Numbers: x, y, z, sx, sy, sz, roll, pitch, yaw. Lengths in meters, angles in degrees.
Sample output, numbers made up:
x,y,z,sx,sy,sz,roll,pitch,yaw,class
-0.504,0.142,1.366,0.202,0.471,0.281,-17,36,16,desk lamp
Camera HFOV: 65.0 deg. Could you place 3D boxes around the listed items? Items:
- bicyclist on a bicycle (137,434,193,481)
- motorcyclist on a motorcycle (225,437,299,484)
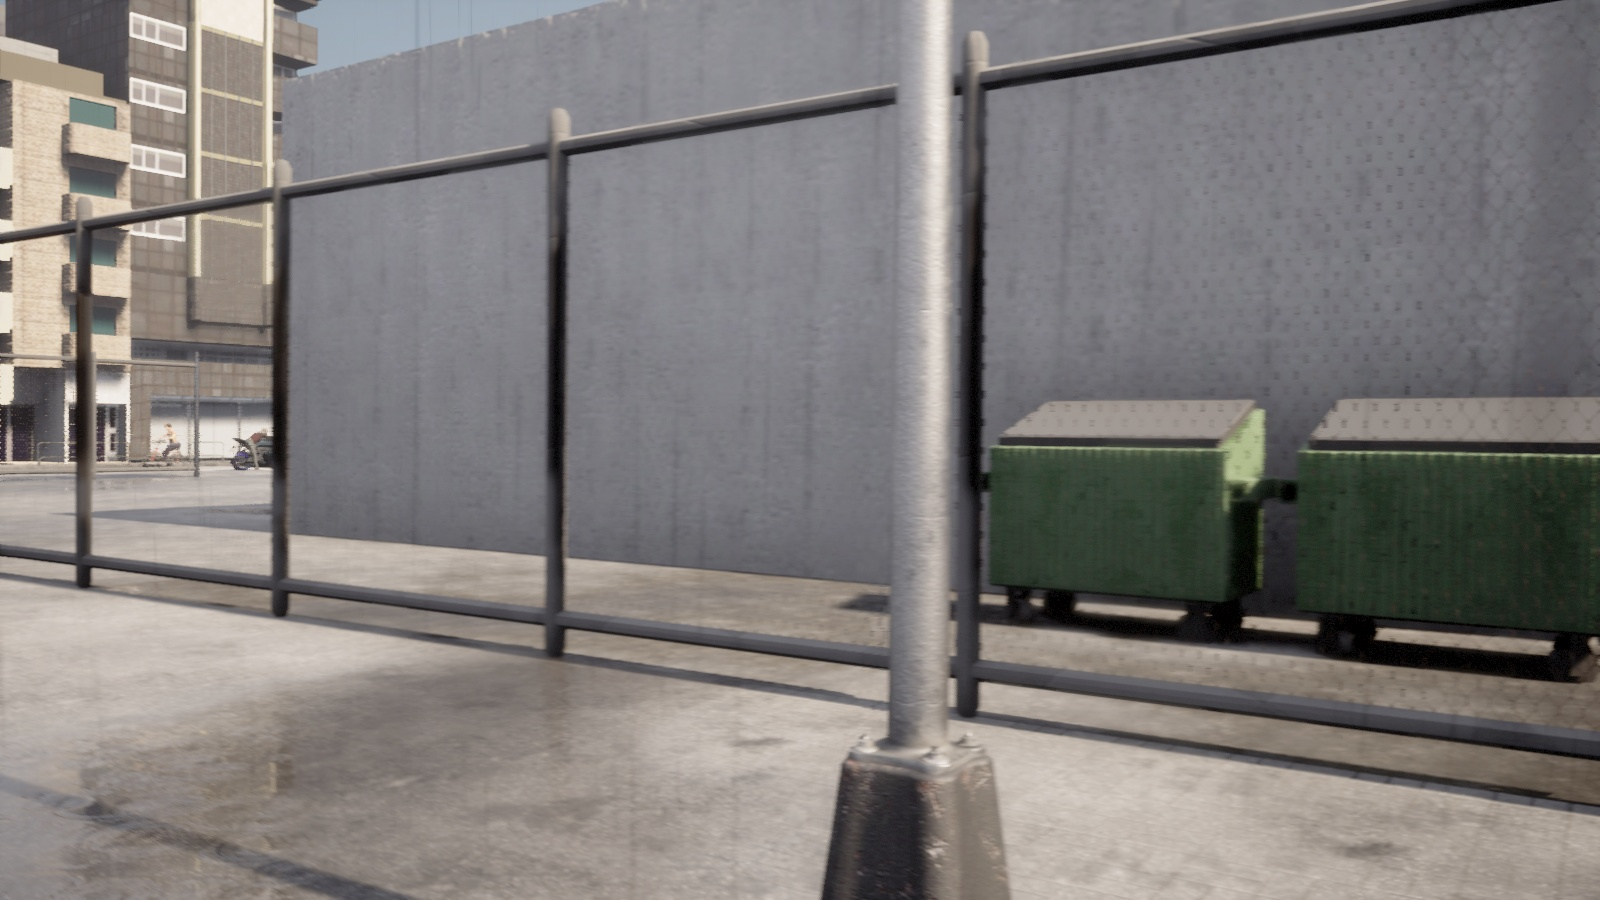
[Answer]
x,y,z,sx,sy,sz,roll,pitch,yaw,class
-22.367,0.264,44.238,0.866,1.612,1.509,0,0,34,bicyclist on a bicycle
-18.404,0.345,42.986,0.866,1.530,2.191,0,1,34,motorcyclist on a motorcycle
